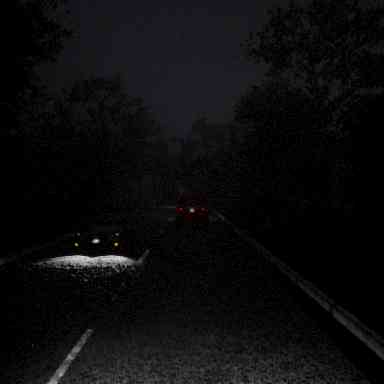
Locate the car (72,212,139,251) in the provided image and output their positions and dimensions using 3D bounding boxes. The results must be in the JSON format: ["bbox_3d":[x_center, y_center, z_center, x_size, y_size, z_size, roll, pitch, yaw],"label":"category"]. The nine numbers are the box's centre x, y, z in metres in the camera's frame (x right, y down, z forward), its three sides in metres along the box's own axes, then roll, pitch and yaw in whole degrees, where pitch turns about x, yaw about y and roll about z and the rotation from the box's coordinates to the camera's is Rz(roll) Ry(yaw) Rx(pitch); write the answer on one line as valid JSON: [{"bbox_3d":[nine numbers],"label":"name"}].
[{"bbox_3d":[-3.418,1.555,13.833,1.994,1.385,4.181,0,0,0],"label":"car"}]

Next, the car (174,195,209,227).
[{"bbox_3d":[-0.013,1.200,22.921,2.150,2.045,5.566,0,0,0],"label":"car"}]

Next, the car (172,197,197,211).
[{"bbox_3d":[-1.059,1.452,42.038,2.128,1.511,4.902,1,0,-13],"label":"car"}]
